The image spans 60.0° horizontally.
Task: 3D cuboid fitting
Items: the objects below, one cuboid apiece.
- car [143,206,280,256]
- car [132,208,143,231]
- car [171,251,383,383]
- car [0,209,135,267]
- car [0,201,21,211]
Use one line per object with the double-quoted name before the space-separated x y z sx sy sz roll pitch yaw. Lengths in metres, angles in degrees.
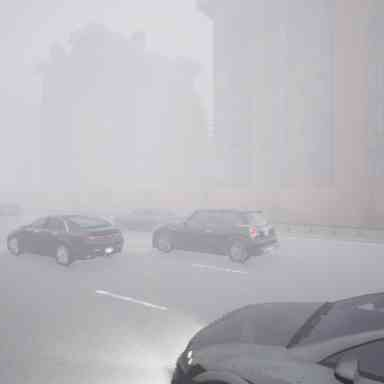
"car" 0.718 1.352 12.073 4.553 1.767 2.097 0 0 36
"car" -2.454 1.563 18.636 4.181 1.385 1.994 0 0 35
"car" 1.856 1.564 2.668 4.181 1.385 1.994 0 0 35
"car" -4.472 1.505 11.478 4.892 1.490 1.837 0 0 35
"car" -16.706 1.490 28.795 4.902 1.511 2.128 0 0 35
